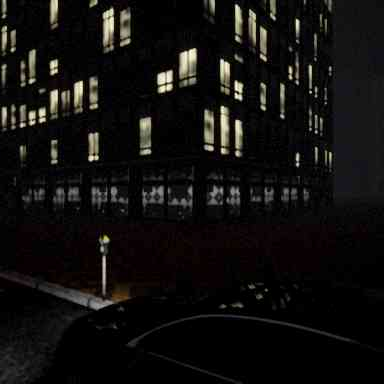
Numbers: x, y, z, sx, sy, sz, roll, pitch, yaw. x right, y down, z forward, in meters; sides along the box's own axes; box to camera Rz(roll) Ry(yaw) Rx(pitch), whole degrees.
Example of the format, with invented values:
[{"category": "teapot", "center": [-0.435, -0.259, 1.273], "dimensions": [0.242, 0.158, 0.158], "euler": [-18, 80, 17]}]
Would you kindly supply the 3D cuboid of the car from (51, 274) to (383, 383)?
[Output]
[{"category": "car", "center": [0.740, 1.508, 2.764], "dimensions": [4.892, 1.490, 1.837], "euler": [0, 0, 38]}]
